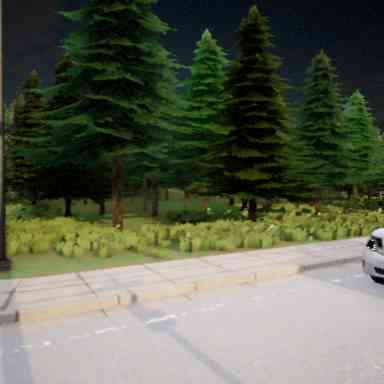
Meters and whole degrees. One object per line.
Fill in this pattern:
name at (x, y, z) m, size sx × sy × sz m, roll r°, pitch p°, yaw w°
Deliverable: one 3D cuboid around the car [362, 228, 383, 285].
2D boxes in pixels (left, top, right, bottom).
car at (6.402, 1.101, 7.704) m, size 5.566 × 2.045 × 2.150 m, roll 0°, pitch 1°, yaw -30°
